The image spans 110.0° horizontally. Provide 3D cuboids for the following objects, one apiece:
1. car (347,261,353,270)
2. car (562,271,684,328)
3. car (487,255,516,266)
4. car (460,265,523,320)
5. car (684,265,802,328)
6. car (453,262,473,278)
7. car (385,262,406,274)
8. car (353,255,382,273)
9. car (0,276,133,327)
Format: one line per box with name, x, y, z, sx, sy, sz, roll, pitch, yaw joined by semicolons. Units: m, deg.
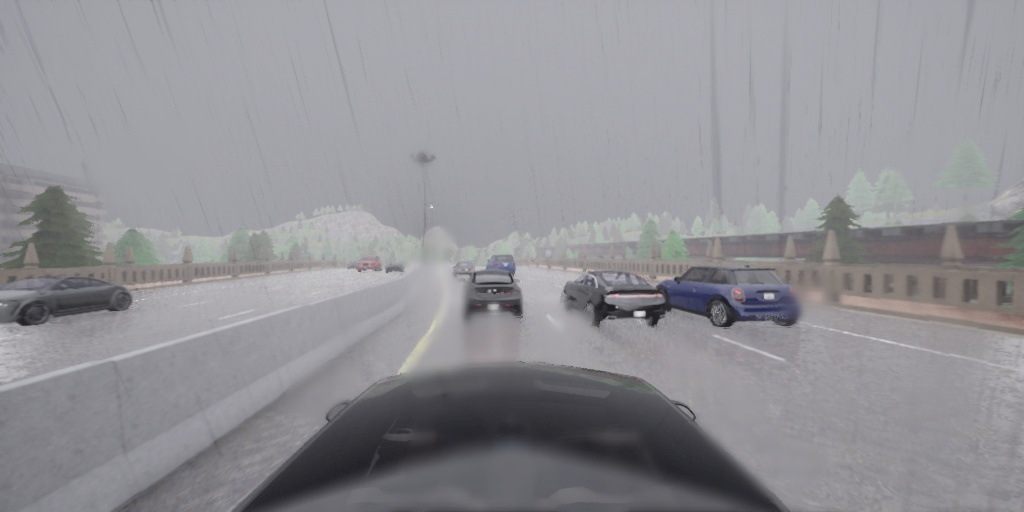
car;-22.754;1.289;52.713;1.994;1.385;4.181;0;0;-11
car;2.904;1.203;11.227;2.128;1.511;4.902;0;0;-6
car;-1.087;0.885;34.510;2.150;2.045;5.566;0;0;-11
car;-0.744;1.228;12.626;1.837;1.490;4.892;0;0;-6
car;6.398;1.049;11.330;2.097;1.767;4.553;0;0;-5
car;-4.407;1.231;33.291;2.033;1.411;5.357;0;0;-11
car;-13.351;1.309;41.286;1.895;1.301;4.718;0;0;-11
car;-17.539;0.941;44.364;2.150;2.045;5.566;0;0;-11
car;-14.867;1.352;11.485;1.994;1.385;4.181;0;0;-7
